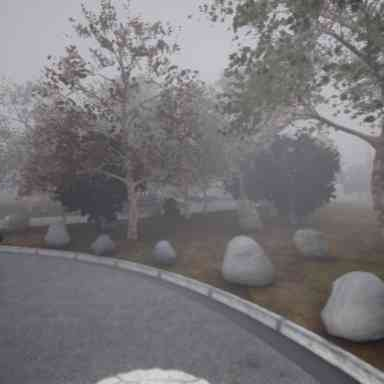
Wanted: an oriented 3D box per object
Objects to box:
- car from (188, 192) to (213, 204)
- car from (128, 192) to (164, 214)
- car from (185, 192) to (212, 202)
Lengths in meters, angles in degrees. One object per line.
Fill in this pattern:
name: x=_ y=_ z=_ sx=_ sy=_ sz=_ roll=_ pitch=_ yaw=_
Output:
car: x=1.376 y=0.928 z=51.010 sx=1.882 sy=1.535 sz=5.008 roll=0 pitch=2 yaw=-29
car: x=-5.836 y=1.187 z=32.623 sx=5.566 sy=2.045 sz=2.150 roll=-2 pitch=0 yaw=-44
car: x=1.074 y=0.798 z=57.180 sx=1.882 sy=1.535 sz=5.008 roll=0 pitch=1 yaw=-41
